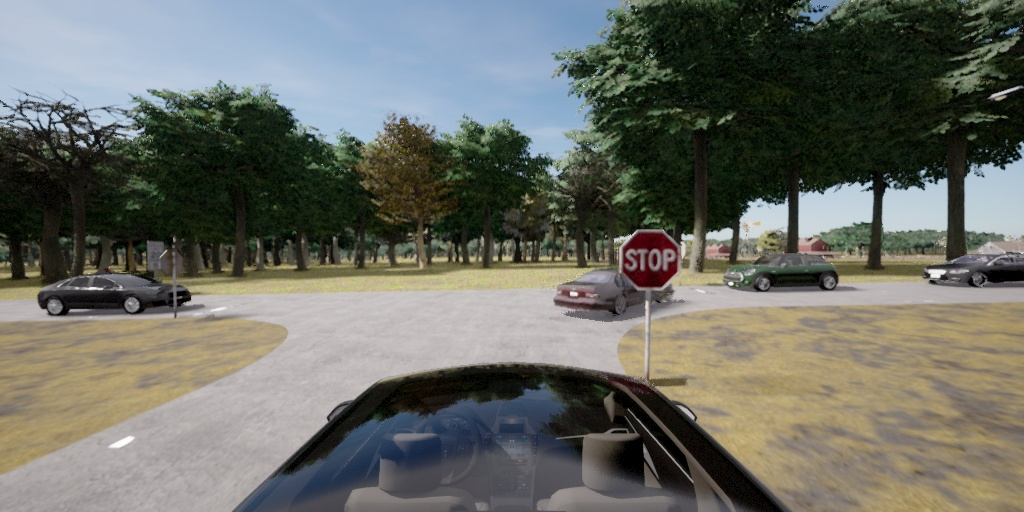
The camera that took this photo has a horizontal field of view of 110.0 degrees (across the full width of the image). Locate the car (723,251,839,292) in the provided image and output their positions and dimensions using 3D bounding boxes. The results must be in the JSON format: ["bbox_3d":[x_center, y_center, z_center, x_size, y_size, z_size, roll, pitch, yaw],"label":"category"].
[{"bbox_3d":[12.592,0.679,17.029,4.553,1.767,2.097,-1,1,-1],"label":"car"}]

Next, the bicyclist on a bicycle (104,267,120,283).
[{"bbox_3d":[-22.618,1.444,20.188,0.582,1.620,1.656,-1,1,0],"label":"bicyclist on a bicycle"}]

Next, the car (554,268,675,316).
[{"bbox_3d":[3.812,1.138,12.818,5.357,1.411,2.033,-3,2,-42],"label":"car"}]

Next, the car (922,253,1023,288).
[{"bbox_3d":[22.611,0.639,17.070,4.902,1.511,2.128,-1,1,0],"label":"car"}]

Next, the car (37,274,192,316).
[{"bbox_3d":[-15.586,1.449,14.202,4.892,1.490,1.837,-1,1,0],"label":"car"}]
